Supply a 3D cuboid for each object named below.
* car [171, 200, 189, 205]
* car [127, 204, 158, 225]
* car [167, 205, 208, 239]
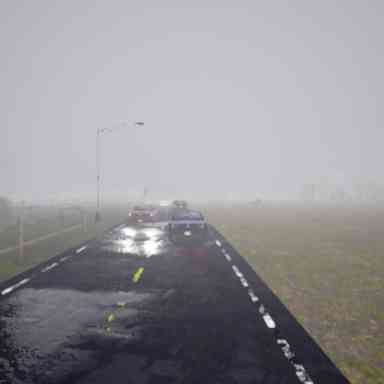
[{"bbox_3d":[-1.339,1.546,37.059,2.033,1.411,5.357,0,0,-4],"label":"car"},{"bbox_3d":[-3.494,1.592,24.148,1.895,1.301,4.718,0,0,-3],"label":"car"},{"bbox_3d":[-0.254,1.590,17.229,1.895,1.301,4.718,0,0,-2],"label":"car"}]
